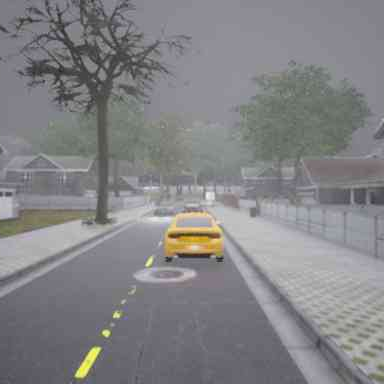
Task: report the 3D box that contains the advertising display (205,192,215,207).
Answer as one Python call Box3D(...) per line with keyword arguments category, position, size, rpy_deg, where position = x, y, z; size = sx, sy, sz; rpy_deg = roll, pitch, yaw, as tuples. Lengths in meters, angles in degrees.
Box3D(category="advertising display", position=(2.924, 1.160, 52.979), size=(1.540, 2.440, 0.280), rpy_deg=(-1, -1, 0))

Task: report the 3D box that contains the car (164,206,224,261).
Box3D(category="car", position=(0.076, 1.525, 12.519), size=(1.882, 1.535, 5.008), rpy_deg=(0, 0, 0))

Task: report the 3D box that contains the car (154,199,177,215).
Box3D(category="car", position=(-2.892, 1.712, 34.945), size=(1.895, 1.301, 4.718), rpy_deg=(0, 0, 0))

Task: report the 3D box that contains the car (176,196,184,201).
Box3D(category="car", position=(-2.849, 1.582, 76.295), size=(2.033, 1.411, 5.357), rpy_deg=(0, 0, 0))

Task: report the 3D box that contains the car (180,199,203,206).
Box3D(category="car", position=(0.057, 1.626, 30.155), size=(1.812, 1.442, 4.674), rpy_deg=(0, 0, 0))
